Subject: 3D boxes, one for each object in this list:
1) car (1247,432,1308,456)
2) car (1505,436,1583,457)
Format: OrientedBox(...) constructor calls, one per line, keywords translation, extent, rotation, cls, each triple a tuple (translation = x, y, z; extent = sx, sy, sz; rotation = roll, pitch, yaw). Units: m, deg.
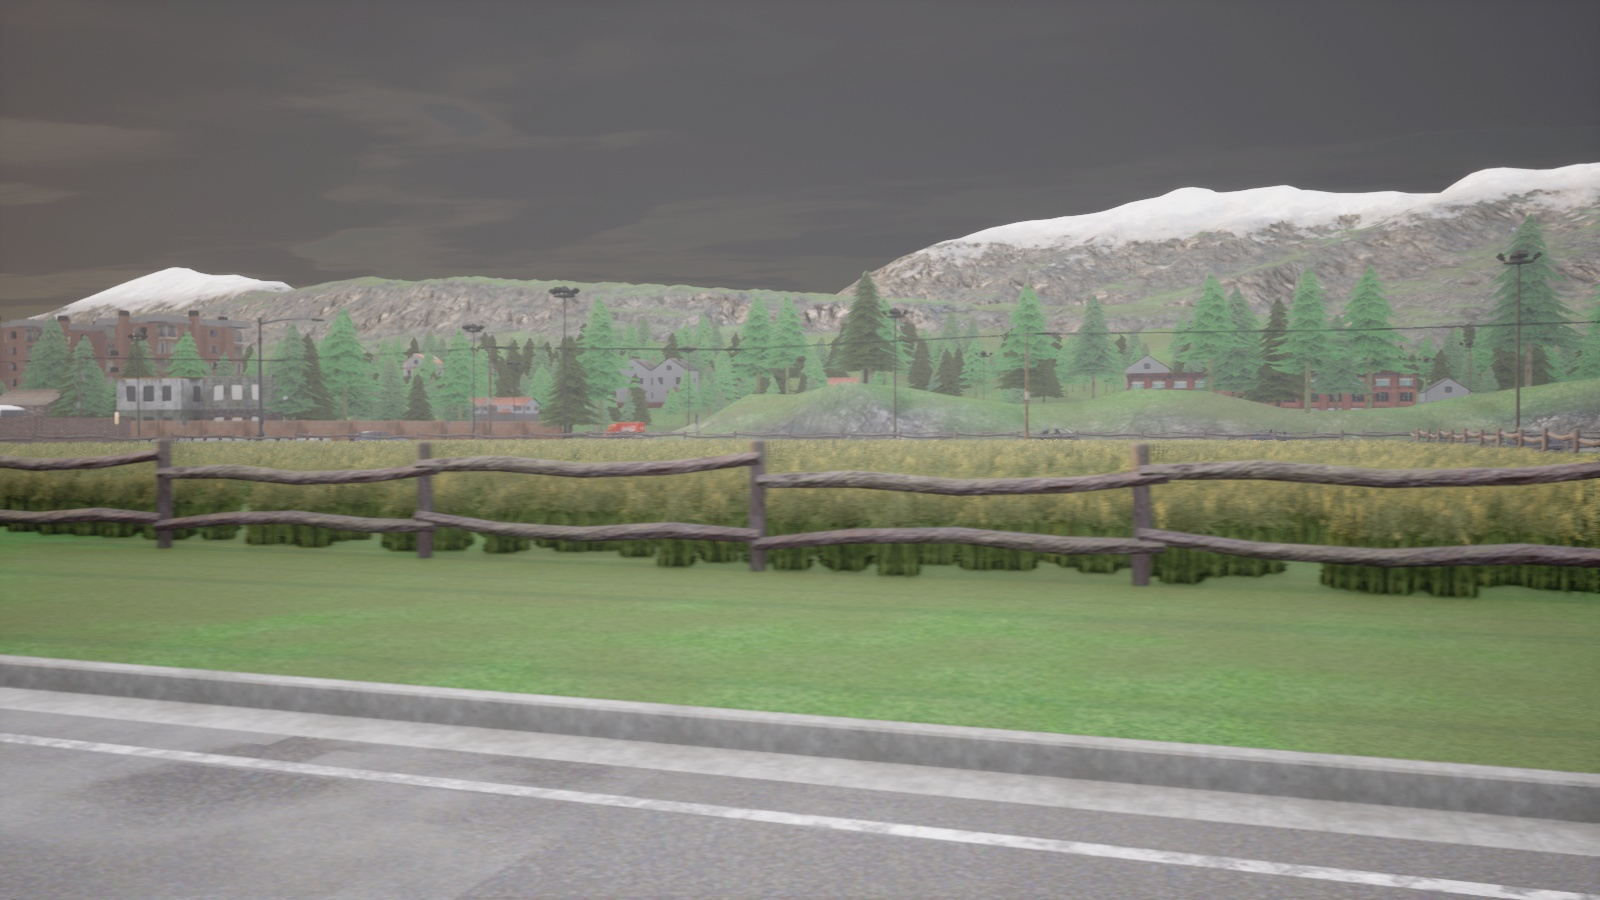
OrientedBox(translation=(31.678, -0.408, 83.427), extent=(3.705, 1.549, 1.789), rotation=(1, 1, 18), cls="car")
OrientedBox(translation=(50.109, -0.242, 84.694), extent=(4.181, 1.385, 1.994), rotation=(1, 1, 18), cls="car")
